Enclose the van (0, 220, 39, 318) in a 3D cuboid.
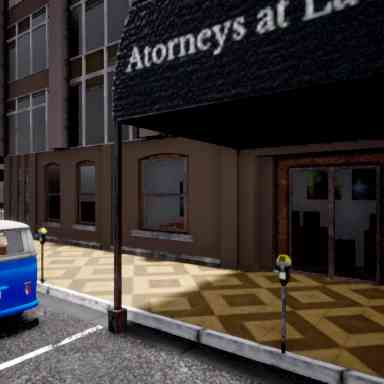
[{"bbox_3d":[-4.509,1.341,6.080,3.998,1.788,1.690,0,0,35],"label":"van"}]
